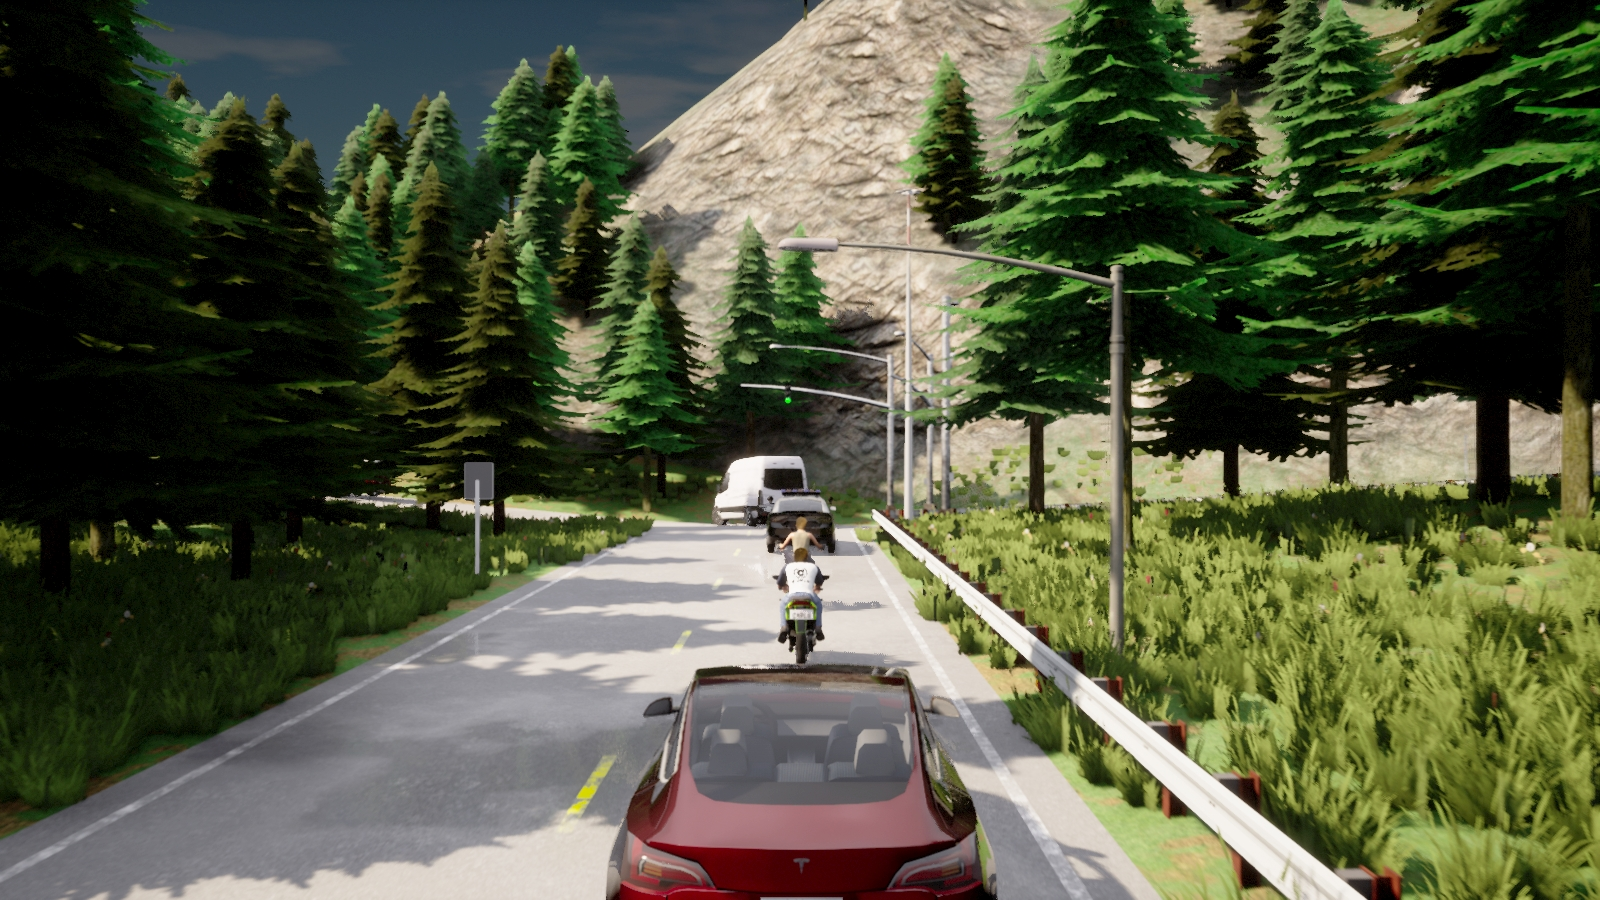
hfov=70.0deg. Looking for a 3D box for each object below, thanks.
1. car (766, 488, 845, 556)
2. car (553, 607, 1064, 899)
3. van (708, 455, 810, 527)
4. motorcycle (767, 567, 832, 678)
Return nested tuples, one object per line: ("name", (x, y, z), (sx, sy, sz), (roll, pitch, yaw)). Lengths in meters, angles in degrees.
("car", (0.130, 1.988, 32.919), (2.097, 1.638, 5.238), (0, 0, 0))
("car", (0.038, 2.064, 7.232), (2.163, 1.488, 4.792), (0, 0, 0))
("van", (-1.674, 1.646, 43.791), (1.988, 2.561, 5.915), (1, -4, -22))
("motorcycle", (-0.006, 2.216, 14.982), (0.803, 1.145, 2.033), (0, 0, 0))
